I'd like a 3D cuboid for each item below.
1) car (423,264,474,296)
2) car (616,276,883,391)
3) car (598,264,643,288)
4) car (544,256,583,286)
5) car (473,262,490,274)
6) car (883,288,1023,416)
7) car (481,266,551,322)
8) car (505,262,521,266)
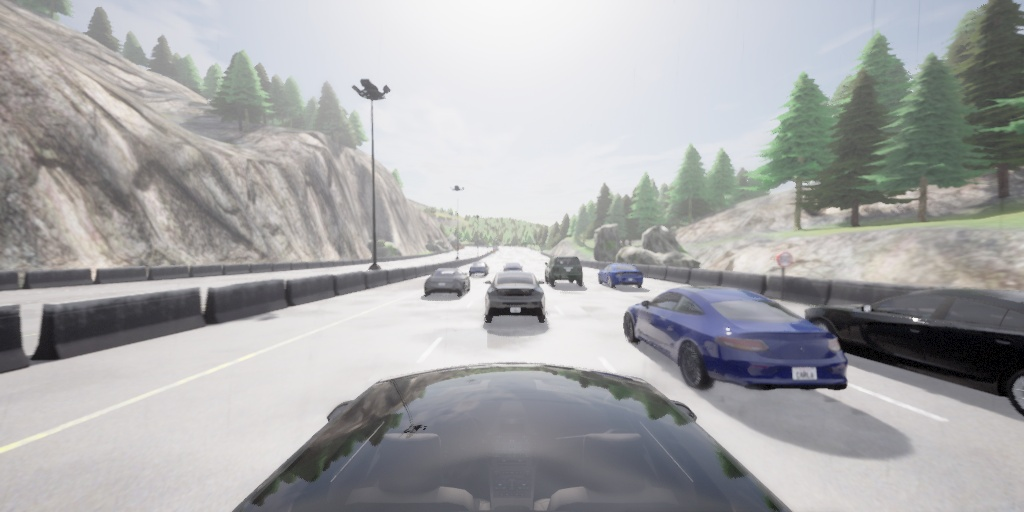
[{"bbox_3d":[-3.403,1.341,19.394,1.994,1.385,4.181,0,0,0],"label":"car"},{"bbox_3d":[3.586,1.284,6.707,1.812,1.442,4.674,0,0,0],"label":"car"},{"bbox_3d":[7.097,1.261,23.919,1.882,1.535,5.008,0,0,0],"label":"car"},{"bbox_3d":[3.597,1.005,25.532,2.150,2.045,5.566,0,0,0],"label":"car"},{"bbox_3d":[-3.405,1.311,37.660,2.033,1.411,5.357,0,0,0],"label":"car"},{"bbox_3d":[7.099,1.234,5.572,1.882,1.535,5.008,0,0,0],"label":"car"},{"bbox_3d":[0.098,1.271,12.447,1.837,1.490,4.892,0,0,0],"label":"car"},{"bbox_3d":[0.095,1.303,33.146,1.812,1.442,4.674,0,0,0],"label":"car"}]
